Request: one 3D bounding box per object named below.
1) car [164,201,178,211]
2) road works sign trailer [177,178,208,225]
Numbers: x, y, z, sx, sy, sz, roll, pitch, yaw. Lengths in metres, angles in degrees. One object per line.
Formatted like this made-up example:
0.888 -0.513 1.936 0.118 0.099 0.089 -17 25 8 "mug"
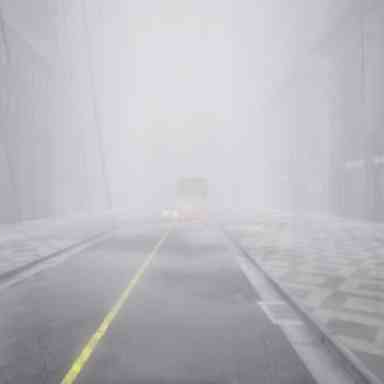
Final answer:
-3.043 2.054 49.252 1.895 1.301 4.718 0 -1 0 "car"
0.020 0.692 26.098 2.380 3.560 2.880 0 -1 0 "road works sign trailer"
